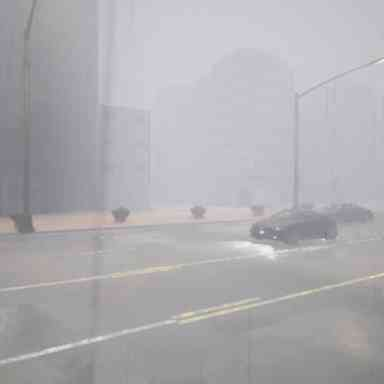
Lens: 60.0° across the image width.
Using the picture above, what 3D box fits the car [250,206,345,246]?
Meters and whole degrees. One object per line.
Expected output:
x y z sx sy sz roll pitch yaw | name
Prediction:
4.643 1.510 15.063 4.181 1.385 1.994 0 0 -32 | car

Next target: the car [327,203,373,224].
10.051 1.476 22.533 5.357 1.411 2.033 0 0 -32 | car
